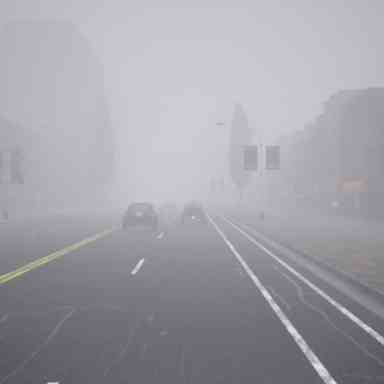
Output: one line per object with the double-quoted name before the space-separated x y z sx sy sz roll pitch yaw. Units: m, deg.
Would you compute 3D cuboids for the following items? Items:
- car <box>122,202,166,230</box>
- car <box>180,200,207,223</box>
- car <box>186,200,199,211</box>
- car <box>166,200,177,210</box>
"car" -3.155 1.427 21.953 2.097 1.767 4.553 0 -1 0
"car" 0.095 1.627 26.643 1.837 1.490 4.892 0 -1 0
"car" 0.089 1.884 48.391 1.837 1.490 4.892 0 -1 0
"car" -3.160 1.905 48.458 1.812 1.442 4.674 0 -1 0
